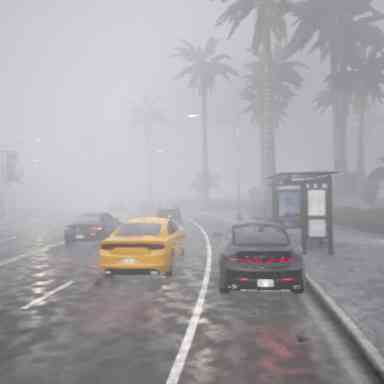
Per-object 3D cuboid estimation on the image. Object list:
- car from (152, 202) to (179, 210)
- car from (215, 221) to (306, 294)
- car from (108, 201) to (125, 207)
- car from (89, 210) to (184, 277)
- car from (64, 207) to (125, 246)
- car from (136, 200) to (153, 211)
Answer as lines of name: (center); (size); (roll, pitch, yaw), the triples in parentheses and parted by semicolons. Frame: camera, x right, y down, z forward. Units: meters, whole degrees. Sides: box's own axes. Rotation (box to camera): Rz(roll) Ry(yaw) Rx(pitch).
car: (-2.005, 1.656, 26.912); (1.882, 1.535, 5.008); (-1, 0, -8)
car: (1.650, 1.526, 8.864); (1.837, 1.490, 4.892); (-1, 0, 5)
car: (-9.939, 1.922, 43.760); (1.812, 1.442, 4.674); (-1, 0, -21)
car: (-1.343, 1.557, 10.581); (1.882, 1.535, 5.008); (-1, 0, 4)
car: (-4.633, 1.687, 16.074); (1.812, 1.442, 4.674); (-1, 0, 0)
car: (-5.952, 1.833, 43.024); (1.837, 1.490, 4.892); (0, 0, -20)
